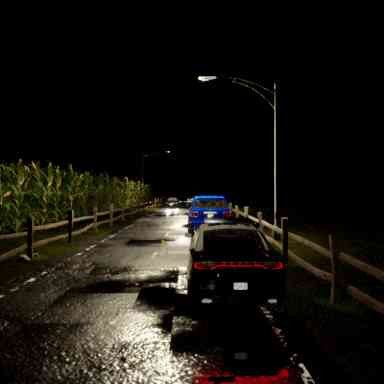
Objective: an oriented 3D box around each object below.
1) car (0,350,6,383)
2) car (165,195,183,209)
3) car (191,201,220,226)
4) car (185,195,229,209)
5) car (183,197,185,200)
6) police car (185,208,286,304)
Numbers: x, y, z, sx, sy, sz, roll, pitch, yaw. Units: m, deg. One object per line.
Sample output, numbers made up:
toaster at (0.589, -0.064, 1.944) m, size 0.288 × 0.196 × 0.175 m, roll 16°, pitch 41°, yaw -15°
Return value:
car at (-2.845, 1.564, 1.591) m, size 1.994 × 1.385 × 4.181 m, roll 0°, pitch 0°, yaw 0°
car at (-2.718, 1.514, 46.546) m, size 2.128 × 1.511 × 4.902 m, roll 0°, pitch 0°, yaw 0°
car at (0.892, 1.477, 24.221) m, size 1.882 × 1.535 × 5.008 m, roll 0°, pitch 0°, yaw 0°
car at (0.875, 1.224, 18.251) m, size 2.150 × 2.045 × 5.566 m, roll 0°, pitch 0°, yaw 0°
car at (0.157, 1.622, 46.281) m, size 1.895 × 1.301 × 4.718 m, roll 0°, pitch 0°, yaw 1°
police car at (0.848, 1.425, 8.331) m, size 1.930 × 1.638 × 5.238 m, roll 0°, pitch 0°, yaw 0°
